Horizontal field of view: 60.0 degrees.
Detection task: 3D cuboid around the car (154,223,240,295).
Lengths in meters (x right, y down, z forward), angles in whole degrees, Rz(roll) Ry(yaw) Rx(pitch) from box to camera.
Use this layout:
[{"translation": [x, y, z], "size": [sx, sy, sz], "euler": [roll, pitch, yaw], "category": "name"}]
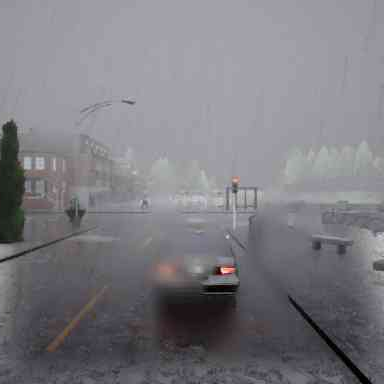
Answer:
[{"translation": [0.098, 1.547, 8.855], "size": [2.033, 1.411, 5.357], "euler": [0, 0, 0], "category": "car"}]
